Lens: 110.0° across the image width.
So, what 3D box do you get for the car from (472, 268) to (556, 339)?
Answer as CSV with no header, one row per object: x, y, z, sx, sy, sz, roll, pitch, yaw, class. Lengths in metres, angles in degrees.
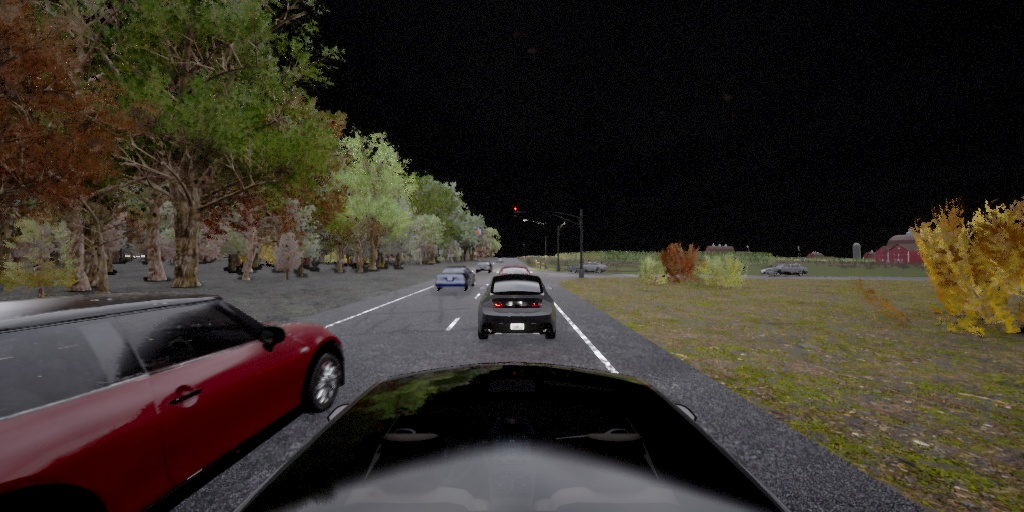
0.115,1.257,10.061,1.837,1.490,4.892,0,0,0,car

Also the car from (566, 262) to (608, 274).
9.051,1.414,43.159,4.902,1.511,2.128,1,-1,14,car

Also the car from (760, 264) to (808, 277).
31.846,1.646,42.039,4.902,1.511,2.128,1,-1,0,car

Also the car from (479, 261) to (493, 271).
-3.330,1.304,43.321,2.033,1.411,5.357,0,0,0,car

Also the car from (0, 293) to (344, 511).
-3.396,1.101,3.182,2.097,1.767,4.553,0,0,0,car

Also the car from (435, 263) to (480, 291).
-3.366,1.302,21.991,2.033,1.411,5.357,0,0,0,car

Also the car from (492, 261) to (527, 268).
0.134,1.232,19.424,1.882,1.535,5.008,0,0,0,car
